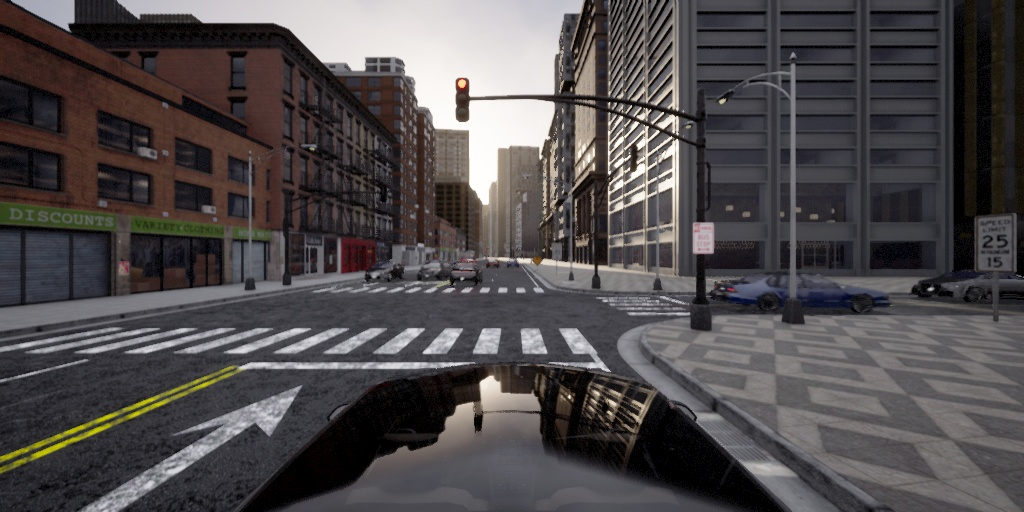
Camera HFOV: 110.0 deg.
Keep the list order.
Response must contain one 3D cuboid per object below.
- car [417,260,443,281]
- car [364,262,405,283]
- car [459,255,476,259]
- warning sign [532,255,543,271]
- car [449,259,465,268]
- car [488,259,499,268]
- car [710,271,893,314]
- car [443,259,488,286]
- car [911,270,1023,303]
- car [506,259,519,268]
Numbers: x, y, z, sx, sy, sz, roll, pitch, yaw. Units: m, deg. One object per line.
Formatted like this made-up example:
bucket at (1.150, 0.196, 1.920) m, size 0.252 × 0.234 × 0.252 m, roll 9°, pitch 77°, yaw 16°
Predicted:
car at (-6.521, 1.232, 29.840) m, size 1.812 × 1.442 × 4.674 m, roll 0°, pitch 0°, yaw 0°
car at (-9.795, 1.201, 27.929) m, size 2.128 × 1.511 × 4.902 m, roll 0°, pitch 0°, yaw 0°
car at (-6.470, 0.875, 53.083) m, size 2.150 × 2.045 × 5.566 m, roll 0°, pitch 0°, yaw 0°
warning sign at (2.934, 0.796, 41.274) m, size 1.300 × 1.860 × 1.060 m, roll 0°, pitch 0°, yaw 0°
car at (-9.621, 1.233, 62.811) m, size 2.033 × 1.411 × 5.357 m, roll 0°, pitch 0°, yaw 0°
car at (-3.088, 1.170, 57.364) m, size 1.812 × 1.442 × 4.674 m, roll 0°, pitch 0°, yaw 1°
car at (10.519, 1.291, 13.398) m, size 5.357 × 1.411 × 2.033 m, roll 0°, pitch 0°, yaw 6°
car at (-3.102, 1.207, 24.918) m, size 2.128 × 1.511 × 4.902 m, roll 0°, pitch 0°, yaw 0°
car at (20.797, 1.312, 16.088) m, size 4.181 × 1.385 × 1.994 m, roll 0°, pitch 0°, yaw 0°
car at (0.160, 1.170, 57.356) m, size 1.812 × 1.442 × 4.674 m, roll 0°, pitch 0°, yaw 1°
